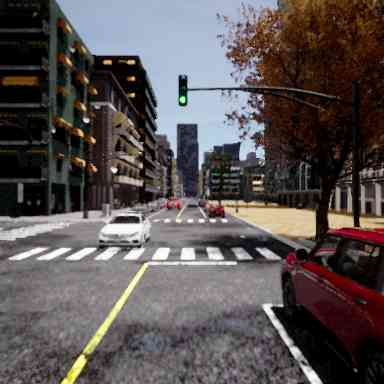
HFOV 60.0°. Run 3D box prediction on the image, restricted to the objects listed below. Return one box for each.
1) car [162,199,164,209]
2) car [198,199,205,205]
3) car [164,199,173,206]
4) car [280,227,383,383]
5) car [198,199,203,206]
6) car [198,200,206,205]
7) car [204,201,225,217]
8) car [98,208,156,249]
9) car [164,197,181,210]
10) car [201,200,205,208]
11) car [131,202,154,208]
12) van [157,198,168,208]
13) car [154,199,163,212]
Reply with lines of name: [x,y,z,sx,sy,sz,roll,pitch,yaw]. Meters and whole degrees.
car: [-5.720,2.190,58.933,1.967,1.590,4.097,0,-1,0]
car: [2.641,2.753,92.129,2.008,1.369,4.403,0,-1,0]
car: [-5.733,2.488,81.062,1.967,1.590,4.097,0,-1,0]
car: [2.691,1.370,4.424,2.192,1.841,5.009,0,-1,0]
car: [2.657,2.406,64.467,1.802,1.307,4.206,0,-1,0]
car: [2.645,2.670,86.597,1.887,1.381,4.507,0,-1,0]
car: [2.672,2.003,36.807,1.887,1.381,4.507,0,-1,0]
car: [-3.008,1.720,15.714,1.812,1.442,4.674,0,-1,0]
car: [-3.030,1.941,55.440,2.150,2.045,5.566,0,-1,0]
car: [2.666,2.131,48.042,1.752,1.417,4.829,0,-1,0]
car: [-5.708,2.009,36.802,2.008,1.369,4.403,0,-1,0]
van: [-5.723,2.165,64.467,1.690,1.788,3.998,0,-1,0]
car: [-5.714,2.154,47.867,2.008,1.369,4.403,0,-1,0]
